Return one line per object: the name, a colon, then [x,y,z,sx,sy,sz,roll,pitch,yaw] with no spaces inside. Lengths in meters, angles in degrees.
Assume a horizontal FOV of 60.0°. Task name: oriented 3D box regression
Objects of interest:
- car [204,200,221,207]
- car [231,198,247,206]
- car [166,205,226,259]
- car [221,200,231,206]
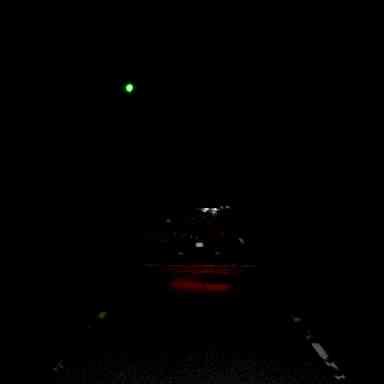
car: [3.373,2.067,57.176,1.812,1.442,4.674,0,-1,14]
car: [10.046,1.954,68.621,2.097,1.767,4.553,0,-1,17]
car: [0.036,1.485,12.783,1.882,1.535,5.008,0,0,-4]
car: [7.395,2.338,71.964,2.033,1.411,5.357,0,-1,16]
